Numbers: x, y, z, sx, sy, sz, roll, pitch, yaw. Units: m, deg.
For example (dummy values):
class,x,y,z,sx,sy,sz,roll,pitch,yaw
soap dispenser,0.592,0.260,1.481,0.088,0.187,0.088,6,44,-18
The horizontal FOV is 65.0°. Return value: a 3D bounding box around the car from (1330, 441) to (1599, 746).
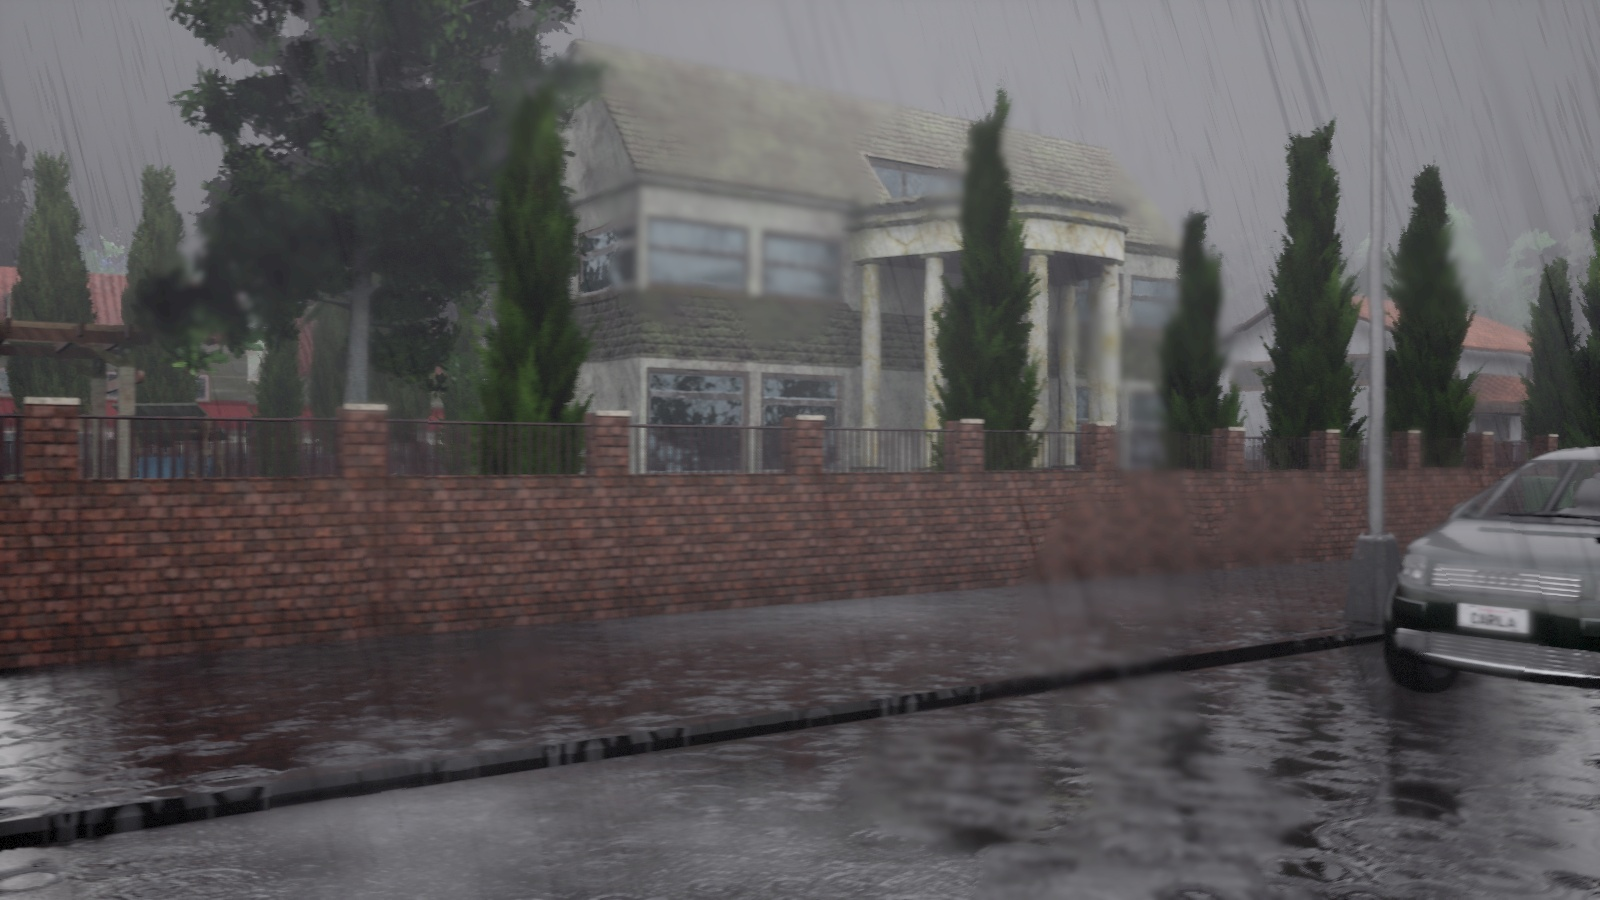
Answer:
class,x,y,z,sx,sy,sz,roll,pitch,yaw
car,5.238,0.732,7.914,3.705,1.549,1.789,0,0,-35
